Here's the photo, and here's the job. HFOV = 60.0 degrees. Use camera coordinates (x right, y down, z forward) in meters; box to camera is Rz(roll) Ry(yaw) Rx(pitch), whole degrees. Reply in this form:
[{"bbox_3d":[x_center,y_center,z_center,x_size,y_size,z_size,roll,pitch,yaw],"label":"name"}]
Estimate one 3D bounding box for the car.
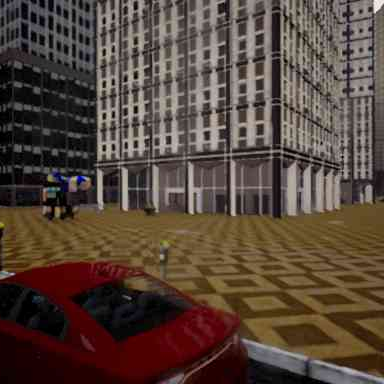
[{"bbox_3d":[-1.562,1.539,4.018,4.507,1.381,1.887,0,0,35],"label":"car"}]
